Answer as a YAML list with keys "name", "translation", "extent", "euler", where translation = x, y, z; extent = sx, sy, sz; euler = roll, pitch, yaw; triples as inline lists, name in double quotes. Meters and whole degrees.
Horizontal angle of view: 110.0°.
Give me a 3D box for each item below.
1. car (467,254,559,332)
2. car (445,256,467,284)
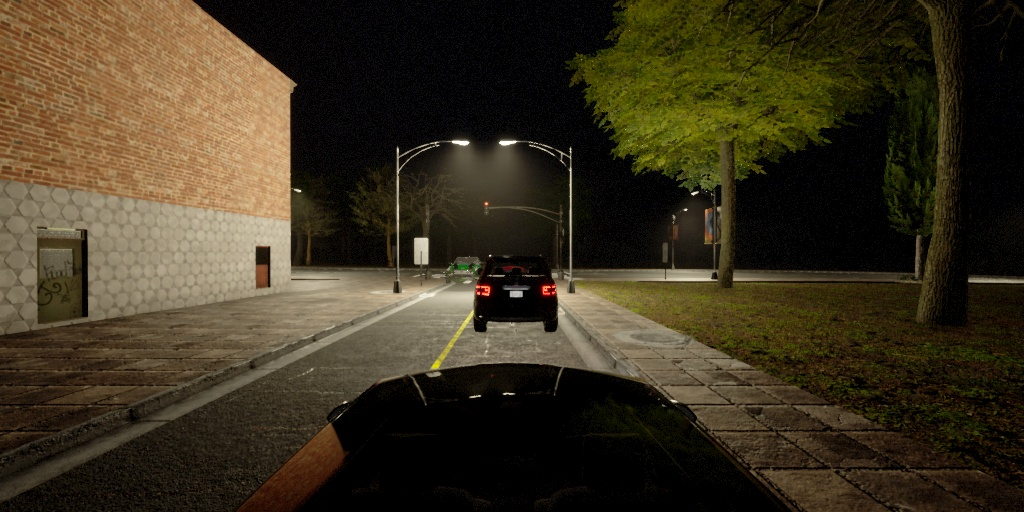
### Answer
- name: "car"
  translation: [0.088, 0.980, 11.002]
  extent: [2.150, 2.045, 5.566]
  euler: [0, 0, 0]
- name: "car"
  translation: [-2.777, 0.760, 22.142]
  extent: [2.097, 1.767, 4.553]
  euler: [0, 0, 0]
